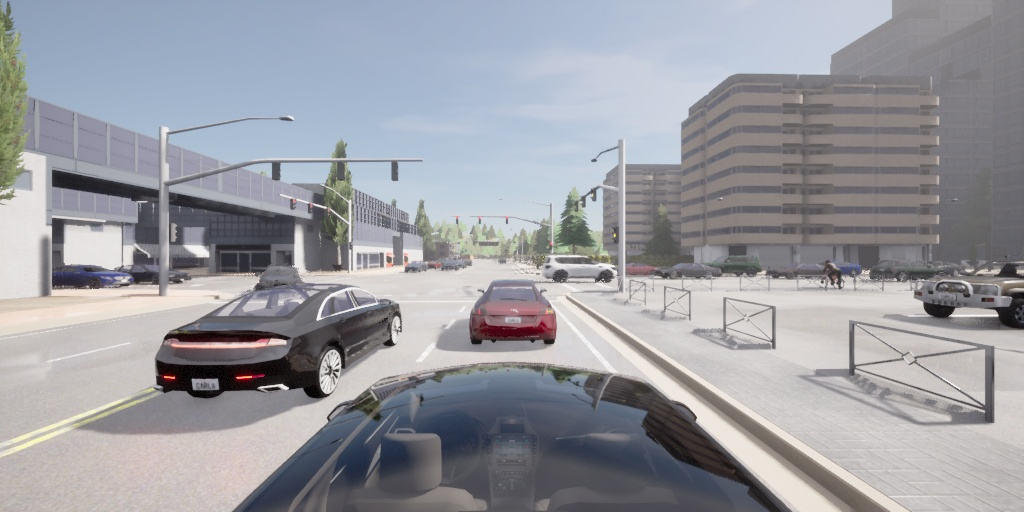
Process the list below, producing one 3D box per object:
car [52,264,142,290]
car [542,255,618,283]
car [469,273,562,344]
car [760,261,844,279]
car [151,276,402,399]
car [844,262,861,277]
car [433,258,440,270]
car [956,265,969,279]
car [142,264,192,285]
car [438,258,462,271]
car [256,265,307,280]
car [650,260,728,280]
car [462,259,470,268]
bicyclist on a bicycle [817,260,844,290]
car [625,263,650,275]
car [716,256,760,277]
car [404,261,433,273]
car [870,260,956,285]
[{"bbox_3d":[-26.194,1.275,22.014,4.674,1.442,1.812,0,0,-1],"label":"car"},{"bbox_3d":[5.026,0.971,27.049,5.566,2.045,2.150,0,0,-2],"label":"car"},{"bbox_3d":[0.012,1.314,9.544,1.994,1.385,4.181,0,0,0],"label":"car"},{"bbox_3d":[25.309,1.297,31.395,5.357,1.411,2.033,0,0,-2],"label":"car"},{"bbox_3d":[-3.473,1.242,6.486,2.128,1.511,4.902,0,0,0],"label":"car"},{"bbox_3d":[31.118,1.228,35.064,5.008,1.535,1.882,0,0,-2],"label":"car"},{"bbox_3d":[-11.996,1.351,53.988,1.895,1.301,4.718,0,0,-1],"label":"car"},{"bbox_3d":[41.234,1.255,35.326,4.892,1.490,1.837,0,0,-1],"label":"car"},{"bbox_3d":[-26.174,1.297,25.513,5.357,1.411,2.033,0,0,-1],"label":"car"},{"bbox_3d":[-8.358,1.314,48.858,1.994,1.385,4.181,0,0,-2],"label":"car"},{"bbox_3d":[-11.990,1.257,18.675,1.837,1.490,4.892,4,-3,-33],"label":"car"},{"bbox_3d":[15.239,1.297,31.097,5.357,1.411,2.033,0,0,-2],"label":"car"},{"bbox_3d":[-8.621,1.297,59.155,2.033,1.411,5.357,0,0,-1],"label":"car"},{"bbox_3d":[17.929,1.052,20.189,0.582,1.620,1.656,0,0,-2],"label":"bicyclist on a bicycle"},{"bbox_3d":[11.749,1.314,34.495,4.181,1.385,1.994,0,0,-2],"label":"car"},{"bbox_3d":[21.093,0.971,34.774,5.566,2.045,2.150,0,0,-2],"label":"car"},{"bbox_3d":[-11.761,1.297,44.403,2.033,1.411,5.357,0,0,-1],"label":"car"},{"bbox_3d":[30.823,1.102,27.861,4.553,1.767,2.097,0,0,-2],"label":"car"}]
